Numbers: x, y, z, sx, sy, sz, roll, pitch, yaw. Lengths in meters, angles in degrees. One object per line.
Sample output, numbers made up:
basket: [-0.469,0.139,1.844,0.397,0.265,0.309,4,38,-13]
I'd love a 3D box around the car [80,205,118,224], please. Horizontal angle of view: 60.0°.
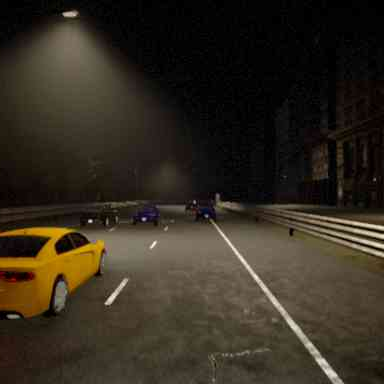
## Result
car: [-6.893,1.760,24.980,1.837,1.490,4.892,0,-1,0]

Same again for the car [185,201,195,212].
car: [0.017,2.194,48.932,1.994,1.385,4.181,0,-1,0]

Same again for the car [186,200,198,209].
car: [0.017,2.384,63.540,2.128,1.511,4.902,0,-1,0]

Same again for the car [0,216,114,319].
car: [-3.400,1.555,7.650,1.882,1.535,5.008,0,-1,0]

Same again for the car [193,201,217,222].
car: [1.233,1.844,29.912,1.812,1.442,4.674,0,-1,0]

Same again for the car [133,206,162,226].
car: [-3.393,1.791,25.845,1.812,1.442,4.674,0,-1,0]
